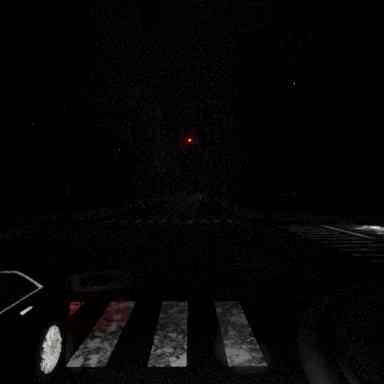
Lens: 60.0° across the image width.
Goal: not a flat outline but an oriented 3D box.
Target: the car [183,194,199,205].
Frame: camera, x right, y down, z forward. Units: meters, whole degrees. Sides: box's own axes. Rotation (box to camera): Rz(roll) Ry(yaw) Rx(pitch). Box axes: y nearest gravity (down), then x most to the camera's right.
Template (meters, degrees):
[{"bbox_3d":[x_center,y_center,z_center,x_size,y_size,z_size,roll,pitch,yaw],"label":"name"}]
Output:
[{"bbox_3d":[-0.151,1.567,60.664,1.882,1.535,5.008,0,0,0],"label":"car"}]

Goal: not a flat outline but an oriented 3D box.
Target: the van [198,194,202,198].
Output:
[{"bbox_3d":[2.382,1.424,58.136,1.690,1.788,3.998,0,0,0],"label":"van"}]

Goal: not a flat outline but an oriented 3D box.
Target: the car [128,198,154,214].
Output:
[{"bbox_3d":[-5.677,1.480,36.106,1.967,1.590,4.097,0,0,0],"label":"car"}]

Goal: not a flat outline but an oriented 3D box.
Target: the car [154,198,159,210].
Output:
[{"bbox_3d":[-5.668,1.490,41.617,1.967,1.590,4.097,0,0,0],"label":"car"}]

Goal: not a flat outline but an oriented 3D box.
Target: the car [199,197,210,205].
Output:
[{"bbox_3d":[2.391,1.647,63.647,2.008,1.369,4.403,0,0,0],"label":"car"}]

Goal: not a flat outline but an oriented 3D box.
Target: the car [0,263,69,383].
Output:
[{"bbox_3d":[-2.681,1.505,2.687,1.837,1.490,4.892,-1,0,3],"label":"car"}]

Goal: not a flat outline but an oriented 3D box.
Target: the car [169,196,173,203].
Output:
[{"bbox_3d":[-5.625,1.552,69.170,1.967,1.590,4.097,0,0,0],"label":"car"}]

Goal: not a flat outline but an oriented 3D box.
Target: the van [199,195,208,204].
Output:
[{"bbox_3d":[2.400,1.453,69.158,1.690,1.788,3.998,0,0,0],"label":"van"}]

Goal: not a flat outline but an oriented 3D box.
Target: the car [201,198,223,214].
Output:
[{"bbox_3d":[2.348,1.606,36.092,1.947,1.339,4.313,0,0,0],"label":"car"}]

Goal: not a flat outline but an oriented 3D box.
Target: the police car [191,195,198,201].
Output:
[{"bbox_3d":[0.621,1.599,90.173,1.930,1.638,5.238,0,0,0],"label":"police car"}]

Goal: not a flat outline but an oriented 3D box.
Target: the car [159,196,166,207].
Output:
[{"bbox_3d":[-5.651,1.653,52.638,1.802,1.307,4.206,0,0,0],"label":"car"}]

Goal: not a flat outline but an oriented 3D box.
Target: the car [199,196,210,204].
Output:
[{"bbox_3d":[2.365,1.641,47.115,1.802,1.307,4.206,0,0,0],"label":"car"}]

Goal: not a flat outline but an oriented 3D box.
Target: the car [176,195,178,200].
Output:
[{"bbox_3d":[-5.590,1.721,91.213,1.887,1.381,4.507,0,0,0],"label":"car"}]

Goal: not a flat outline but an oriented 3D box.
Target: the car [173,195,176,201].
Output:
[{"bbox_3d":[-5.608,1.694,80.191,2.008,1.369,4.403,0,0,0],"label":"car"}]

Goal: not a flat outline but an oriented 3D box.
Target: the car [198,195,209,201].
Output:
[{"bbox_3d":[2.374,1.637,52.626,1.947,1.339,4.313,0,0,0],"label":"car"}]

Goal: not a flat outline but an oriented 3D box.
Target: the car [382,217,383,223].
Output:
[{"bbox_3d":[14.199,1.511,20.610,4.181,1.385,1.994,0,0,0],"label":"car"}]

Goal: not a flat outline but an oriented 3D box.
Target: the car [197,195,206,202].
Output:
[{"bbox_3d":[2.426,1.600,85.690,1.967,1.590,4.097,0,0,0],"label":"car"}]

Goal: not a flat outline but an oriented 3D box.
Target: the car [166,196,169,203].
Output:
[{"bbox_3d":[-5.642,1.634,58.148,2.008,1.369,4.403,0,0,0],"label":"car"}]
